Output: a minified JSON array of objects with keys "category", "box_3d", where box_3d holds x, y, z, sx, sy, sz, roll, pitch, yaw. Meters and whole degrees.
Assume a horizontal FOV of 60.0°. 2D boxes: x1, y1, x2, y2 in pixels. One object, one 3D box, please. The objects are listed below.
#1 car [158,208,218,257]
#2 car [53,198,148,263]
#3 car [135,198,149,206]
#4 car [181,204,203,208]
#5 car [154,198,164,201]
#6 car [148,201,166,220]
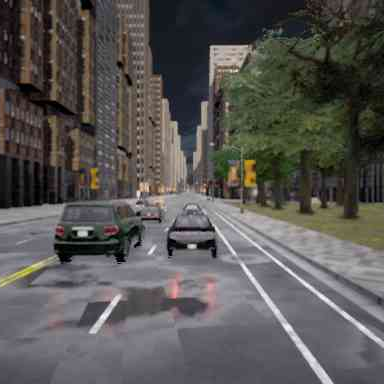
[{"category":"car","box_3d":[0.019,1.613,13.501,2.128,1.511,4.902,0,0,0]},{"category":"car","box_3d":[-3.239,1.338,12.583,2.150,2.045,5.566,0,0,0]},{"category":"car","box_3d":[-9.756,1.965,65.470,2.033,1.411,5.357,0,0,0]},{"category":"car","box_3d":[0.021,1.744,28.889,1.812,1.442,4.674,0,0,0]},{"category":"car","box_3d":[-6.516,1.898,65.553,1.882,1.535,5.008,0,0,0]},{"category":"car","box_3d":[-3.240,1.759,27.504,2.033,1.411,5.357,0,0,0]}]
